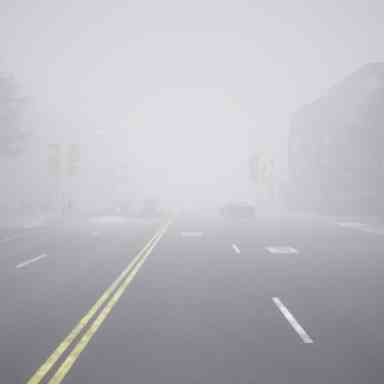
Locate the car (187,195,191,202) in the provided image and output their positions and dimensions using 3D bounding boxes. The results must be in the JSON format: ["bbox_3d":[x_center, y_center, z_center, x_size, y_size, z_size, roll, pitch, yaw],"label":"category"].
[{"bbox_3d":[0.324,1.368,68.936,2.097,1.767,4.553,0,0,30],"label":"car"}]

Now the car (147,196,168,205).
[{"bbox_3d":[-6.374,1.533,61.897,2.002,1.452,4.674,0,0,20],"label":"car"}]

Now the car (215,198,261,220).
[{"bbox_3d":[3.705,1.483,27.851,1.882,1.535,5.008,-1,0,-10],"label":"car"}]

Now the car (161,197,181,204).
[{"bbox_3d":[-4.207,1.608,67.202,1.895,1.301,4.718,0,0,30],"label":"car"}]

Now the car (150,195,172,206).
[{"bbox_3d":[-5.098,1.362,55.450,2.097,1.767,4.553,0,0,15],"label":"car"}]

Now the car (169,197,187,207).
[{"bbox_3d":[-2.605,1.488,50.484,1.882,1.535,5.008,0,0,11],"label":"car"}]

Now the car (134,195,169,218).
[{"bbox_3d":[-3.565,1.358,30.140,2.097,1.767,4.553,0,0,0],"label":"car"}]

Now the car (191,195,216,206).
[{"bbox_3d":[1.933,1.558,54.477,2.033,1.411,5.357,0,0,16],"label":"car"}]

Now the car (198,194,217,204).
[{"bbox_3d":[3.169,1.365,66.851,2.097,1.767,4.553,0,0,27],"label":"car"}]

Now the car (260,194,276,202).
[{"bbox_3d":[17.737,1.369,78.097,4.553,1.767,2.097,0,0,-35],"label":"car"}]

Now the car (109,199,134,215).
[{"bbox_3d":[-7.044,1.498,33.834,2.128,1.511,4.902,0,0,0],"label":"car"}]
